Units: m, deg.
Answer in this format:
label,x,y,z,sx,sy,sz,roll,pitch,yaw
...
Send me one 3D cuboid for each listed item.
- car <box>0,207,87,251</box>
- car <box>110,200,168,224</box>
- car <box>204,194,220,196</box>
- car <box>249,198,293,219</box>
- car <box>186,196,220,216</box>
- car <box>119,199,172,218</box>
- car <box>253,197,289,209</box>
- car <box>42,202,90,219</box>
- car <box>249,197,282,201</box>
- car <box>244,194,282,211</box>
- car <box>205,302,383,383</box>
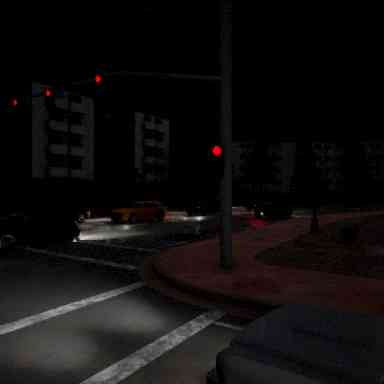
label,x,y,z,sx,sy,sz,roll,pitch,yaw
car,-6.972,1.564,14.274,1.994,1.385,4.181,0,0,33
car,-4.001,1.478,25.490,1.882,1.535,5.008,0,0,34
car,2.382,1.221,39.448,5.566,2.045,2.150,0,0,-45
car,7.212,1.505,28.948,1.837,1.490,4.892,0,0,39
car,1.476,1.478,33.058,1.882,1.535,5.008,0,0,39
car,-4.262,1.492,31.244,2.128,1.511,4.902,0,0,35
car,11.023,1.478,46.144,5.008,1.535,1.882,0,0,-31
car,-9.542,1.505,23.514,1.837,1.490,4.892,0,0,35
car,8.468,1.526,35.319,4.674,1.442,1.812,0,0,-44
car,8.826,1.221,40.420,5.566,2.045,2.150,0,0,-37
car,2.438,1.601,2.294,4.718,1.301,1.895,0,0,37
